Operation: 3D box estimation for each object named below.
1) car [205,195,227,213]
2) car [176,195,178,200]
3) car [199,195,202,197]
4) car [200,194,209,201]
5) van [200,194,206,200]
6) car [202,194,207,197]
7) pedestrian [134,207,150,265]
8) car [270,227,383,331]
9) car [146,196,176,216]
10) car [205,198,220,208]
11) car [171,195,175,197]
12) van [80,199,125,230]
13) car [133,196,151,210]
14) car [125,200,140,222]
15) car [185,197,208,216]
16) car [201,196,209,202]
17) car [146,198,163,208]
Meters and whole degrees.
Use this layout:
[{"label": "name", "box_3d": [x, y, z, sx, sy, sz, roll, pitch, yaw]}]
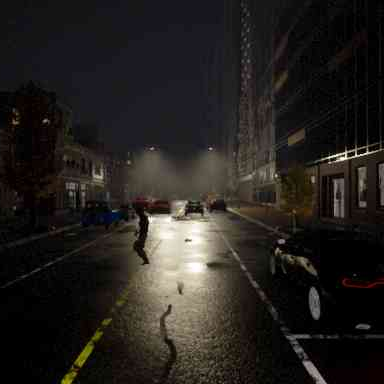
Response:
[{"label": "car", "box_3d": [2.857, 1.453, 37.594, 1.967, 1.590, 4.097, 1, 0, 0]}, {"label": "car", "box_3d": [-5.293, 1.607, 94.123, 1.947, 1.339, 4.313, 1, 0, 0]}, {"label": "car", "box_3d": [0.244, 1.521, 45.704, 1.837, 1.490, 4.892, 0, 0, 1]}, {"label": "car", "box_3d": [3.053, 1.350, 82.745, 2.192, 1.841, 5.009, 1, 0, 0]}, {"label": "van", "box_3d": [3.061, 1.382, 94.034, 1.690, 1.788, 3.998, 1, 0, 0]}, {"label": "car", "box_3d": [2.882, 1.330, 43.238, 2.192, 1.841, 5.009, 1, 0, 0]}, {"label": "pedestrian", "box_3d": [-1.527, 1.297, 10.141, 0.375, 1.860, 0.375, 1, -1, 0]}, {"label": "car", "box_3d": [3.030, 1.480, 7.105, 1.882, 1.535, 5.008, 0, 0, 0]}, {"label": "car", "box_3d": [-2.966, 1.489, 32.788, 1.882, 1.535, 5.008, 0, 0, 0]}, {"label": "car", "box_3d": [2.902, 1.583, 48.881, 1.947, 1.339, 4.313, 1, 0, 0]}, {"label": "car", "box_3d": [-5.383, 1.469, 71.547, 1.967, 1.590, 4.097, 1, 0, 0]}, {"label": "van", "box_3d": [-5.590, 1.348, 20.752, 1.690, 1.788, 3.998, 1, 0, 0]}, {"label": "car", "box_3d": [-5.520, 1.328, 37.684, 2.192, 1.841, 5.009, 1, 0, 0]}, {"label": "car", "box_3d": [-5.571, 1.591, 26.396, 1.802, 1.307, 4.206, 1, 0, 0]}, {"label": "car", "box_3d": [0.223, 1.559, 33.143, 2.033, 1.411, 5.357, 0, 0, 0]}, {"label": "car", "box_3d": [3.021, 1.614, 77.101, 1.802, 1.307, 4.206, 1, 0, 0]}, {"label": "car", "box_3d": [-5.478, 1.568, 48.972, 2.008, 1.369, 4.403, 1, 0, 0]}]
